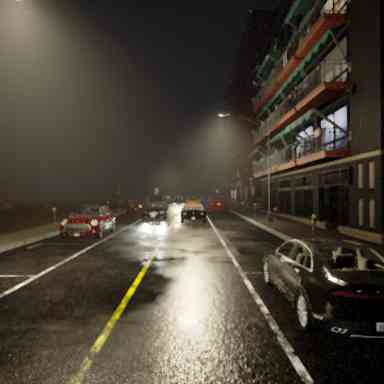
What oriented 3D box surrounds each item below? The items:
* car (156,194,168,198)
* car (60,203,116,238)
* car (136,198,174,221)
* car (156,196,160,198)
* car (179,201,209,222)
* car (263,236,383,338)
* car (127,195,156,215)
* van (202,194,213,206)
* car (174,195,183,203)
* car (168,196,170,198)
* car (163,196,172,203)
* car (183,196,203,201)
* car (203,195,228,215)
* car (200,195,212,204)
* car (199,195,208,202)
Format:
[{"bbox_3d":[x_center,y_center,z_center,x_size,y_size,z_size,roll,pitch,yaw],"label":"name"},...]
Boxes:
[{"bbox_3d":[-5.296,1.304,50.545,2.192,1.841,5.009,1,0,0],"label":"car"},{"bbox_3d":[-5.302,1.436,17.328,1.967,1.590,4.097,1,0,0],"label":"car"},{"bbox_3d":[-2.844,1.485,26.822,2.128,1.511,4.902,0,0,0],"label":"car"},{"bbox_3d":[-5.300,1.542,39.473,2.008,1.369,4.403,1,0,0],"label":"car"},{"bbox_3d":[0.104,1.595,26.086,1.895,1.301,4.718,0,0,0],"label":"car"},{"bbox_3d":[2.575,1.549,6.578,2.008,1.369,4.403,1,0,0],"label":"car"},{"bbox_3d":[-5.299,1.308,33.937,2.192,1.841,5.009,1,0,0],"label":"car"},{"bbox_3d":[2.585,1.328,56.482,1.690,1.788,3.998,1,0,0],"label":"van"},{"bbox_3d":[-2.744,1.371,67.614,2.097,1.767,4.553,0,0,0],"label":"car"},{"bbox_3d":[-5.297,1.428,56.082,1.967,1.590,4.097,1,0,0],"label":"car"},{"bbox_3d":[-5.295,1.510,72.521,1.752,1.417,4.829,1,0,0],"label":"car"},{"bbox_3d":[0.106,1.468,42.897,1.882,1.535,5.008,0,0,0],"label":"car"},{"bbox_3d":[2.582,1.307,34.302,2.192,1.841,5.009,1,0,0],"label":"car"},{"bbox_3d":[2.584,1.426,62.027,1.967,1.590,4.097,1,0,0],"label":"car"},{"bbox_3d":[2.585,1.509,73.286,1.752,1.417,4.829,1,0,0],"label":"car"}]
